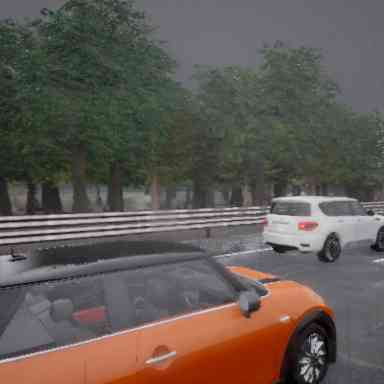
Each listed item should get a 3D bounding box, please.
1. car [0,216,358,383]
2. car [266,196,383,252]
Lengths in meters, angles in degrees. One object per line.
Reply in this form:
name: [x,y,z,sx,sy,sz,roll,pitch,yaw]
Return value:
car: [-0.392,1.334,3.680,4.553,1.767,2.097,0,0,-37]
car: [4.971,1.178,12.042,5.566,2.045,2.150,0,0,-36]
